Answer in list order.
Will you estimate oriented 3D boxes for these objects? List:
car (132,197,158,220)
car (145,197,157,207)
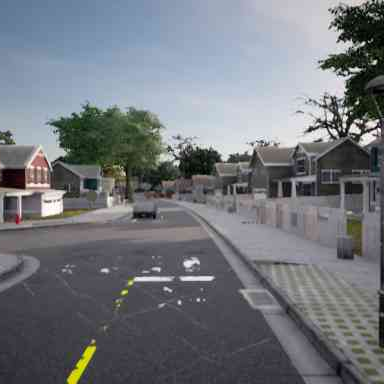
[{"bbox_3d":[-3.943,1.493,28.286,1.882,1.535,5.008,0,1,-4],"label":"car"},{"bbox_3d":[-6.508,1.554,52.431,1.837,1.490,4.892,0,0,-8],"label":"car"}]
